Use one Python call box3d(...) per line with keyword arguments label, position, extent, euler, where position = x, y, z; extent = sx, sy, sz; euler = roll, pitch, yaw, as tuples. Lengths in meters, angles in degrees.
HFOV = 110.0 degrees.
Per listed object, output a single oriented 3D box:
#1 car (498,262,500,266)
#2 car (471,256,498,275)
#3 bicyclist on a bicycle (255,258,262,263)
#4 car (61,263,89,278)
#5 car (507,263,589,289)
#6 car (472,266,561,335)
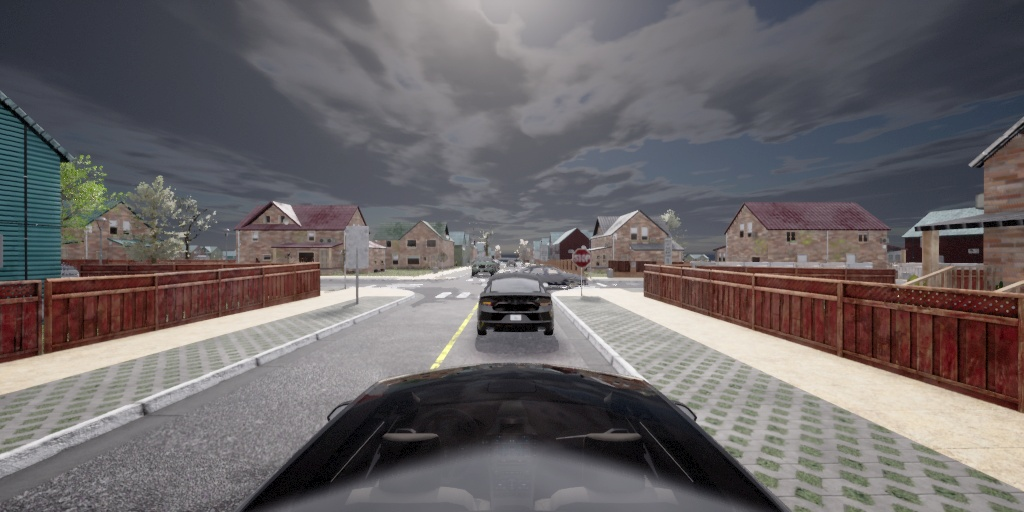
box3d(label="car", position=(-2.942, 1.347, 47.805), extent=(1.837, 1.490, 4.892), euler=(0, 0, 0))
box3d(label="car", position=(-2.931, 1.021, 37.418), extent=(2.150, 2.045, 5.566), euler=(0, 0, 0))
box3d(label="bicyclist on a bicycle", position=(-20.213, 0.956, 28.553), extent=(0.582, 1.620, 1.656), euler=(0, 0, 0))
box3d(label="car", position=(-29.369, 1.128, 22.654), extent=(4.902, 1.511, 2.128), euler=(0, 0, 0))
box3d(label="car", position=(2.096, 1.336, 22.804), extent=(5.357, 1.411, 2.033), euler=(0, 0, 0))
box3d(label="car", position=(0.082, 1.228, 10.489), extent=(1.882, 1.535, 5.008), euler=(0, 0, 0))
